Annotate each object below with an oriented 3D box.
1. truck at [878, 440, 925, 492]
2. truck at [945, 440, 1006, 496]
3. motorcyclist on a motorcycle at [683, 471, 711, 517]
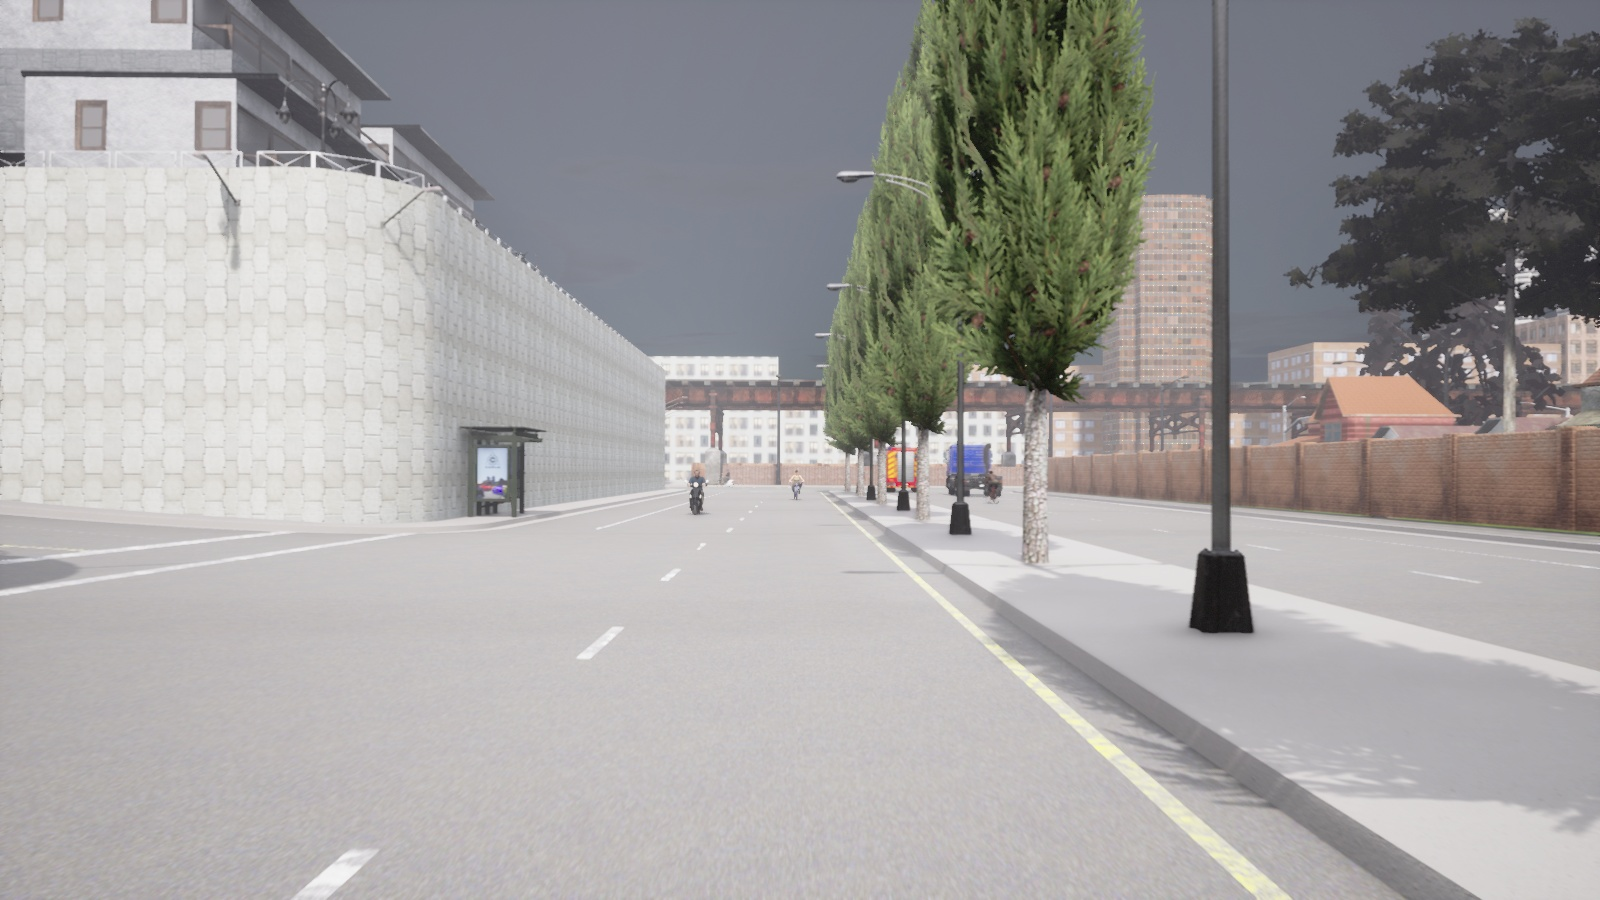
[{"bbox_3d":[7.761,1.239,96.794,2.891,3.827,8.468,0,-1,0],"label":"truck"},{"bbox_3d":[11.304,1.156,81.743,2.891,3.462,7.936,0,-1,0],"label":"truck"},{"bbox_3d":[-3.607,1.521,44.094,0.866,1.590,1.817,0,-1,0],"label":"motorcyclist on a motorcycle"}]
